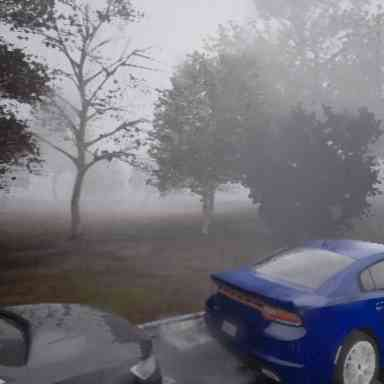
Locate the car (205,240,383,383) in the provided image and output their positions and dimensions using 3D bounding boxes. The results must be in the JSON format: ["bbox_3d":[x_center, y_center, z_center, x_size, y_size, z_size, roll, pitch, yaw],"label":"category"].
[{"bbox_3d":[2.584,1.490,5.077,5.008,1.535,2.097,2,-1,-30],"label":"car"}]
